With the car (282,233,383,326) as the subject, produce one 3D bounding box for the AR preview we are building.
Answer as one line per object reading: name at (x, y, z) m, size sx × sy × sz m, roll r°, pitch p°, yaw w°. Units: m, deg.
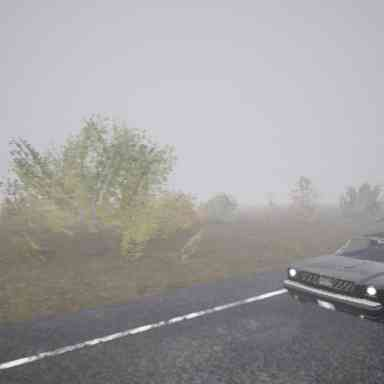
car at (4.048, 1.581, 6.881) m, size 4.718 × 1.301 × 1.895 m, roll 0°, pitch 0°, yaw -36°
